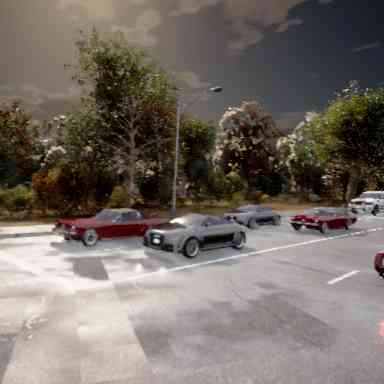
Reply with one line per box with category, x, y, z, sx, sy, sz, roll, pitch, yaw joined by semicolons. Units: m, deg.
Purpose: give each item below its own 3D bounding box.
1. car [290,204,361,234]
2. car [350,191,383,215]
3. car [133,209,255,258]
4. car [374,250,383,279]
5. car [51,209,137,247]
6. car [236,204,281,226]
car;7.829;1.606;19.717;4.718;1.301;1.895;0;2;-40
car;17.041;0.944;31.071;5.566;2.045;2.150;-2;2;-34
car;0.220;1.492;12.562;4.181;1.385;1.994;1;1;-45
car;6.844;1.805;9.296;4.718;1.301;1.895;1;1;-44
car;-3.292;1.380;14.006;1.895;1.301;4.718;3;1;44
car;3.757;1.455;20.758;4.181;1.385;1.994;0;2;-43
